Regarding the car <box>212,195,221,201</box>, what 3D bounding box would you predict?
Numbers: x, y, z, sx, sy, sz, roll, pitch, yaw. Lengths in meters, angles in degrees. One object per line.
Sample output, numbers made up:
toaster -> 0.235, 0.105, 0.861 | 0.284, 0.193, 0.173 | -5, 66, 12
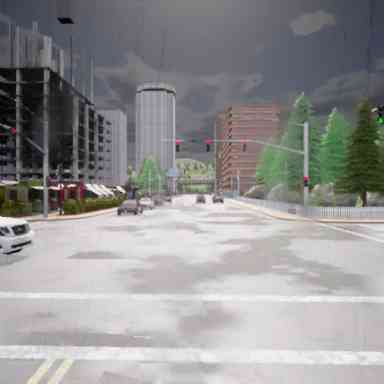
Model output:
car -> 5.460, 1.390, 74.610 | 1.895, 1.301, 4.718 | 0, 0, 1

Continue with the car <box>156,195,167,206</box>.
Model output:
car -> -5.652, 1.328, 53.547 | 2.097, 1.767, 4.553 | 0, 0, 2

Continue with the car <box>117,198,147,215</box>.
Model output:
car -> -6.170, 1.511, 33.672 | 1.812, 1.442, 4.674 | 0, 0, 2

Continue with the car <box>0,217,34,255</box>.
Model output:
car -> -8.302, 1.214, 11.140 | 5.566, 2.045, 2.150 | 0, 0, 4

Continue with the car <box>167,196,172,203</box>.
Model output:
car -> -5.217, 1.535, 67.997 | 1.994, 1.385, 4.181 | 0, 0, 2

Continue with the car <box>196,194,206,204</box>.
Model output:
car -> 1.734, 1.573, 65.482 | 1.895, 1.301, 4.718 | 0, 0, 1

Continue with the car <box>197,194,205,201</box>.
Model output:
car -> 1.960, 1.295, 74.667 | 1.837, 1.490, 4.892 | 0, 0, 1

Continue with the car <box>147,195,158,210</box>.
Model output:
car -> -5.925, 1.507, 42.849 | 1.812, 1.442, 4.674 | 0, 0, 2

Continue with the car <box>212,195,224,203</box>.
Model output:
car -> 5.241, 1.497, 65.714 | 1.812, 1.442, 4.674 | 0, 0, 1
